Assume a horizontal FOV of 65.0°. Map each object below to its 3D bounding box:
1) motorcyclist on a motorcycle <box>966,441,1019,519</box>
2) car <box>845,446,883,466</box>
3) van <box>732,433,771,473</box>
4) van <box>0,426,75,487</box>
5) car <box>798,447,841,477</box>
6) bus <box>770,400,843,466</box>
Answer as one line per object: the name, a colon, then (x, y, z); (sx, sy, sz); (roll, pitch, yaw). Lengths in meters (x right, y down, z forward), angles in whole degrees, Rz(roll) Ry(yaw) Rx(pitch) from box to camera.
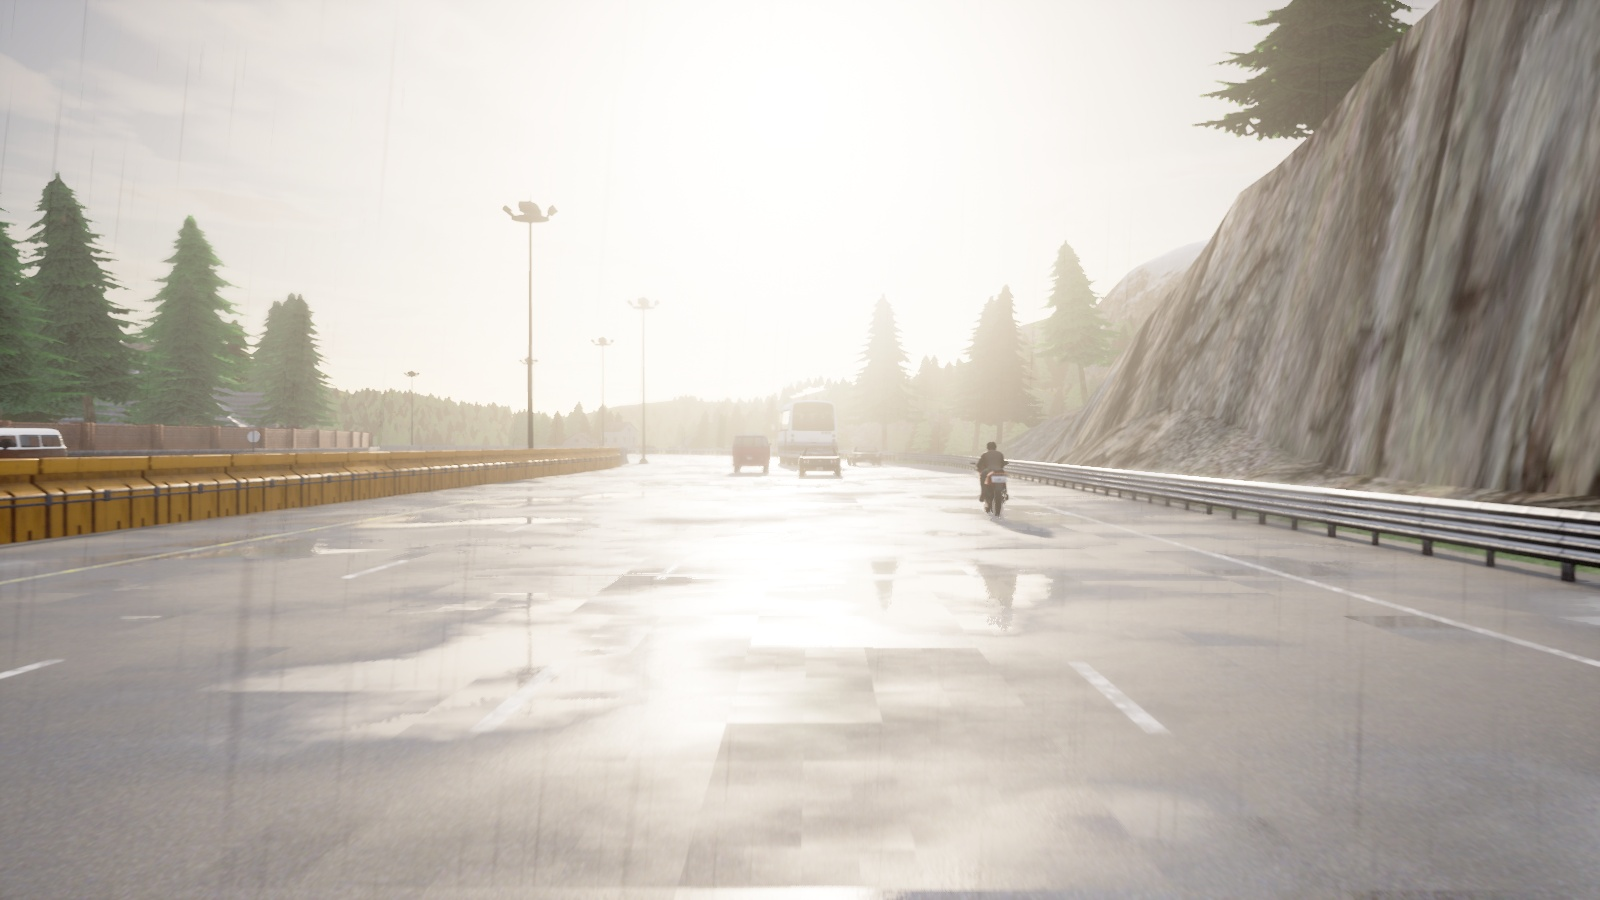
motorcyclist on a motorcycle: (3.895, 0.588, 25.566); (0.797, 1.523, 2.044); (0, 0, 1)
car: (4.155, 0.386, 82.358); (1.895, 1.301, 4.718); (0, 0, -4)
van: (-2.466, 0.132, 64.827); (1.775, 1.987, 4.442); (0, 0, 1)
van: (-27.330, 0.203, 43.238); (2.069, 2.038, 4.480); (0, 0, 1)
car: (0.916, 0.521, 58.008); (1.895, 1.301, 4.718); (0, 0, 1)
bus: (0.308, -1.117, 86.466); (3.944, 4.253, 10.273); (1, 0, -5)
